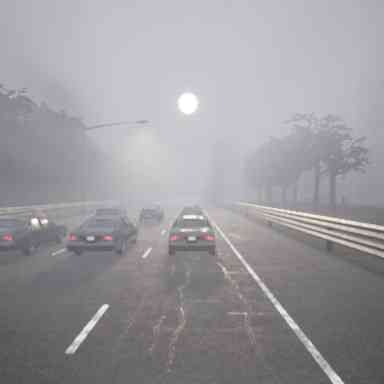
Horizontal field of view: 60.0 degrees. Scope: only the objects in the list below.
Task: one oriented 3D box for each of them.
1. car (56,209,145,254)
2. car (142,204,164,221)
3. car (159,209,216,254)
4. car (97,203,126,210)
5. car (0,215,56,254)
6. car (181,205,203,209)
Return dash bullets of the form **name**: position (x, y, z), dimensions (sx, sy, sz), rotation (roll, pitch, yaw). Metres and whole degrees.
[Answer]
- **car**: position (-3.502, 1.676, 13.983), dimensions (2.033, 1.411, 5.357), rotation (0, 0, 0)
- **car**: position (-3.501, 1.791, 29.383), dimensions (1.812, 1.442, 4.674), rotation (0, 0, 0)
- **car**: position (-0.001, 1.676, 13.983), dimensions (2.033, 1.411, 5.357), rotation (0, 0, 0)
- **car**: position (-6.999, 1.744, 29.477), dimensions (1.882, 1.535, 5.008), rotation (0, 0, 0)
- **car**: position (-7.002, 1.676, 13.982), dimensions (2.033, 1.411, 5.357), rotation (0, 0, 0)
- **car**: position (-0.002, 1.829, 29.299), dimensions (1.994, 1.385, 4.181), rotation (0, 0, 0)
